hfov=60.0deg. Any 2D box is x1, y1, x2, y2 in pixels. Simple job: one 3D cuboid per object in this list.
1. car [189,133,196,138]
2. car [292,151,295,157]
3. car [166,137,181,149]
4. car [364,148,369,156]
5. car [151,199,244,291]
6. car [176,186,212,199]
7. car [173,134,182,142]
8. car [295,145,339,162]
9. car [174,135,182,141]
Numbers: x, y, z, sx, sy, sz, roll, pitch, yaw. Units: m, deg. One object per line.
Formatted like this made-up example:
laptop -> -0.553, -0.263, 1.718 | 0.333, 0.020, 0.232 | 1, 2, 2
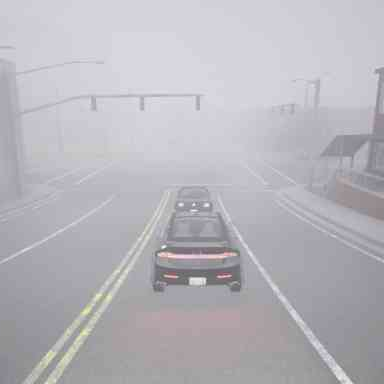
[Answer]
car -> 0.062, -15.364, 90.761 | 1.994, 1.385, 4.181 | 0, 12, 0
car -> 15.999, -5.487, 44.912 | 4.553, 1.767, 2.097 | 0, 12, 0
car -> -3.529, -8.503, 59.349 | 1.837, 1.490, 4.892 | 0, 12, 0
car -> 26.326, -5.607, 44.844 | 5.566, 2.045, 2.150 | 0, 12, 0
car -> 0.105, 1.221, 8.332 | 2.128, 1.511, 4.902 | 0, 4, 0
car -> 0.097, 0.329, 18.035 | 1.895, 1.301, 4.718 | 0, 8, 0
car -> -3.446, -12.831, 79.003 | 1.837, 1.490, 4.892 | 0, 12, 0
car -> 15.831, -4.735, 41.494 | 4.553, 1.767, 2.097 | 0, 12, 0
car -> -3.452, -10.615, 69.172 | 1.994, 1.385, 4.181 | 0, 12, 0
